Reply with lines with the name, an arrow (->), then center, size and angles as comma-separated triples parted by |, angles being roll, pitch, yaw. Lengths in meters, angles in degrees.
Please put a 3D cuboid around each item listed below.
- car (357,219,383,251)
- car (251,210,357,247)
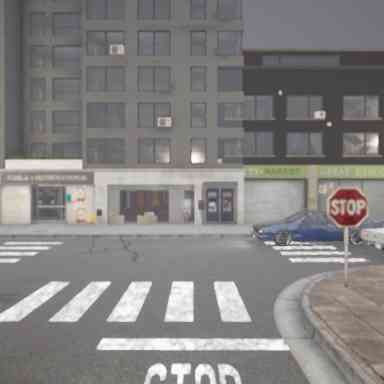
car -> 8.587, 1.556, 11.448 | 4.718, 1.301, 1.895 | 0, 0, -2
car -> 5.329, 1.495, 14.252 | 5.357, 1.411, 2.033 | 0, 0, 0
